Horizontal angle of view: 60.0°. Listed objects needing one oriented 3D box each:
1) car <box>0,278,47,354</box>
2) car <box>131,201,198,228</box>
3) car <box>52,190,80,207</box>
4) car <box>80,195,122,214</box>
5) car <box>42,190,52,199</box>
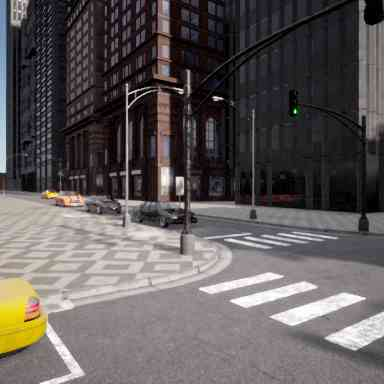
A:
[{"bbox_3d":[-4.251,1.525,3.617,4.829,1.417,1.752,0,0,-35],"label":"car"},{"bbox_3d":[-1.863,1.237,20.275,2.033,1.411,5.357,0,1,-36],"label":"car"},{"bbox_3d":[-13.428,0.681,36.355,2.097,1.767,4.553,0,1,-35],"label":"car"},{"bbox_3d":[-7.578,1.013,28.219,1.837,1.490,4.892,0,1,-36],"label":"car"},{"bbox_3d":[-24.392,0.422,57.049,1.882,1.535,5.008,0,1,-36],"label":"car"}]
